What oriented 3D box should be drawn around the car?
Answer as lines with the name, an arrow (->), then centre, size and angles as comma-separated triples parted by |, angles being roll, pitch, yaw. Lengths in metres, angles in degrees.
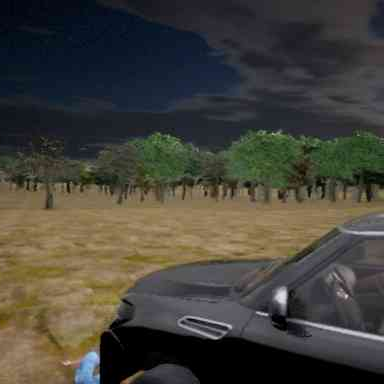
car -> 1.799, 1.093, 2.242 | 5.566, 2.045, 2.150 | 0, 0, 36
